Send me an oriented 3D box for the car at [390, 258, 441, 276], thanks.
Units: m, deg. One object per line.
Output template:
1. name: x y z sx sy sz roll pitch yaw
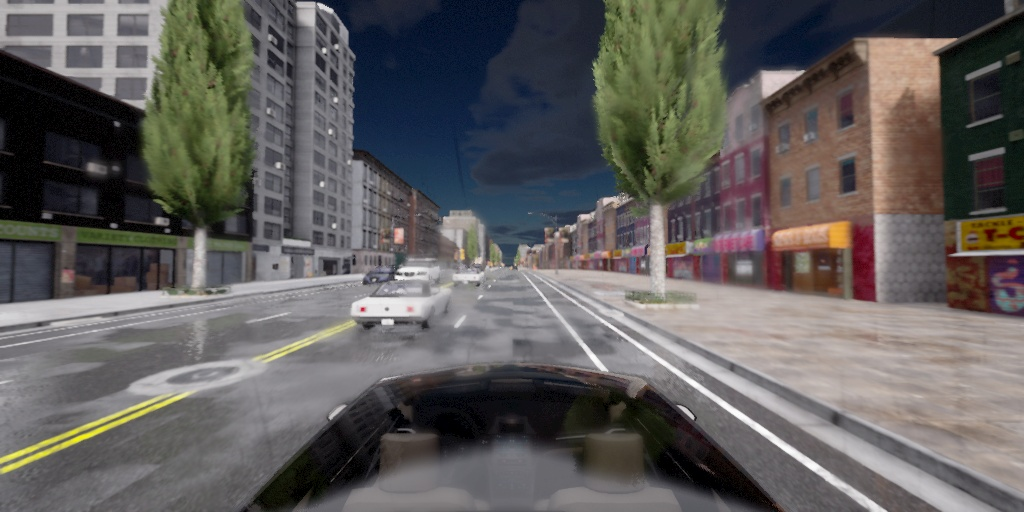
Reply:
1. car: -6.586 1.177 25.759 2.150 2.045 5.566 0 -1 0

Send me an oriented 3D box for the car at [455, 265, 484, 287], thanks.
1. car: -3.139 1.567 26.750 1.895 1.301 4.718 0 -1 0

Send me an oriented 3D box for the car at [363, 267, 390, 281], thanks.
1. car: -9.834 1.539 27.602 1.994 1.385 4.181 0 -1 0

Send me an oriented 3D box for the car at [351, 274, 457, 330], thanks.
1. car: -3.148 1.412 11.328 1.895 1.301 4.718 0 -1 0
